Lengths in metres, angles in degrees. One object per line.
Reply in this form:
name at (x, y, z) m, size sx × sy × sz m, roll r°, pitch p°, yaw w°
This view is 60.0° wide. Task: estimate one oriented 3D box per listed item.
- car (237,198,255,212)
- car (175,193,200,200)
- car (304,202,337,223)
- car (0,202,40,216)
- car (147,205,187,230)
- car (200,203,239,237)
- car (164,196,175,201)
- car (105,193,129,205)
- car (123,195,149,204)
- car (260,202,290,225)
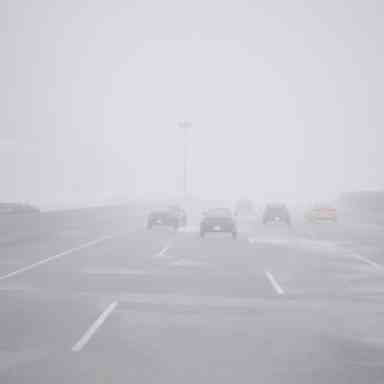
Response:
car at (6.371, 1.541, 39.843) m, size 1.837 × 1.490 × 4.892 m, roll 0°, pitch 0°, yaw 16°
car at (-0.417, 1.248, 61.820) m, size 2.150 × 2.045 × 5.566 m, roll 0°, pitch 0°, yaw 25°
car at (10.059, 1.519, 26.294) m, size 1.882 × 1.535 × 5.008 m, roll 0°, pitch 0°, yaw 12°
car at (-12.209, 1.465, 22.218) m, size 2.128 × 1.511 × 4.902 m, roll 0°, pitch 0°, yaw 9°
car at (-1.533, 1.531, 21.371) m, size 1.812 × 1.442 × 4.674 m, roll 0°, pitch 0°, yaw 9°
car at (1.501, 1.538, 18.082) m, size 1.812 × 1.442 × 4.674 m, roll 0°, pitch 0°, yaw 8°
car at (-3.527, 1.519, 63.442) m, size 1.837 × 1.490 × 4.892 m, roll 0°, pitch 0°, yaw 25°
car at (-13.044, 1.209, 58.947) m, size 2.150 × 2.045 × 5.566 m, roll 0°, pitch 0°, yaw 22°
car at (-9.494, 1.599, 58.376) m, size 1.895 × 1.301 × 4.718 m, roll 0°, pitch 0°, yaw 22°
car at (6.149, 1.534, 24.623) m, size 1.837 × 1.490 × 4.892 m, roll 0°, pitch 0°, yaw 11°
